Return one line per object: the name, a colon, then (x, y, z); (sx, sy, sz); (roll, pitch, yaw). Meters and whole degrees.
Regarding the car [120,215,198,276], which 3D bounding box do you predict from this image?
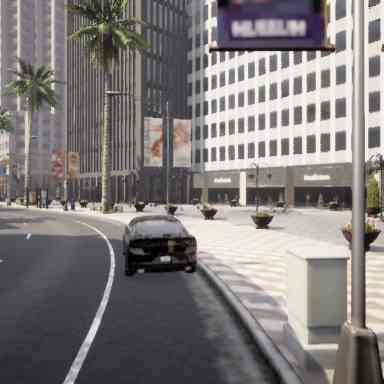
car: (-1.184, 1.466, 10.449); (1.882, 1.535, 5.008); (0, 0, -13)
